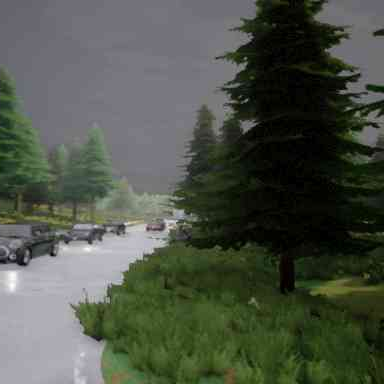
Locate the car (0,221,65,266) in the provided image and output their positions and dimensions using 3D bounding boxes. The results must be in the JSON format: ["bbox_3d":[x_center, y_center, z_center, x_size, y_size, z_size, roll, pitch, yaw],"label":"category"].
[{"bbox_3d":[-7.518,2.088,14.400,2.097,1.767,4.553,1,-4,-2],"label":"car"}]

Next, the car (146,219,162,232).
[{"bbox_3d":[-4.794,4.394,42.908,1.994,1.385,4.181,1,-4,-1],"label":"car"}]

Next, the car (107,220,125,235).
[{"bbox_3d":[-8.165,3.677,34.721,2.128,1.511,4.902,1,-4,-2],"label":"car"}]

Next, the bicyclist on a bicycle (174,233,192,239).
[{"bbox_3d":[-0.516,2.634,18.382,1.656,1.620,0.582,5,-4,-2],"label":"bicyclist on a bicycle"}]

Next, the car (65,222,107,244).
[{"bbox_3d":[-7.839,2.972,24.359,1.812,1.442,4.674,1,-4,-2],"label":"car"}]

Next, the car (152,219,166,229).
[{"bbox_3d":[-5.169,5.048,52.923,1.837,1.490,4.892,1,-4,-2],"label":"car"}]
